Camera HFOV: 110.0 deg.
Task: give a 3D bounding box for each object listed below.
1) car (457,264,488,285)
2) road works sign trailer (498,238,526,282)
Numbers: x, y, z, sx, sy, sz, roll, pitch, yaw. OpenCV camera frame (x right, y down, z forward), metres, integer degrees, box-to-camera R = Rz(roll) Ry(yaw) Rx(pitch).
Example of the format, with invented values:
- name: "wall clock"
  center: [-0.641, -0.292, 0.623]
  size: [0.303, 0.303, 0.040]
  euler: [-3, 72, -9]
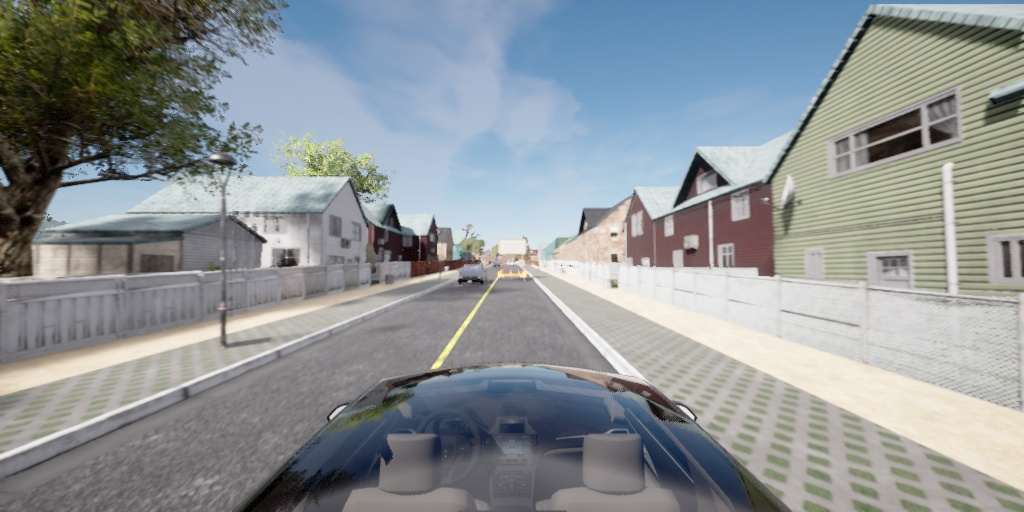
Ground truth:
- name: "car"
  center: [-2.835, 1.336, 26.791]
  size: [2.033, 1.411, 5.357]
  euler: [0, 0, 0]
- name: "road works sign trailer"
  center: [0.011, 0.264, 29.986]
  size: [2.380, 3.560, 2.880]
  euler: [0, 0, 1]
